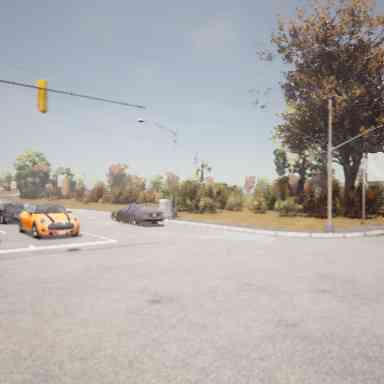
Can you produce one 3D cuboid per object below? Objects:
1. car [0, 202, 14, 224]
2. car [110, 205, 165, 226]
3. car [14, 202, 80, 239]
[{"bbox_3d":[-13.424,1.534,24.912,1.837,1.490,4.892,1,0,-39],"label":"car"},{"bbox_3d":[-4.128,1.639,24.670,2.033,1.411,5.357,1,0,-39],"label":"car"},{"bbox_3d":[-7.688,1.386,17.791,2.097,1.767,4.553,1,0,-39],"label":"car"}]
